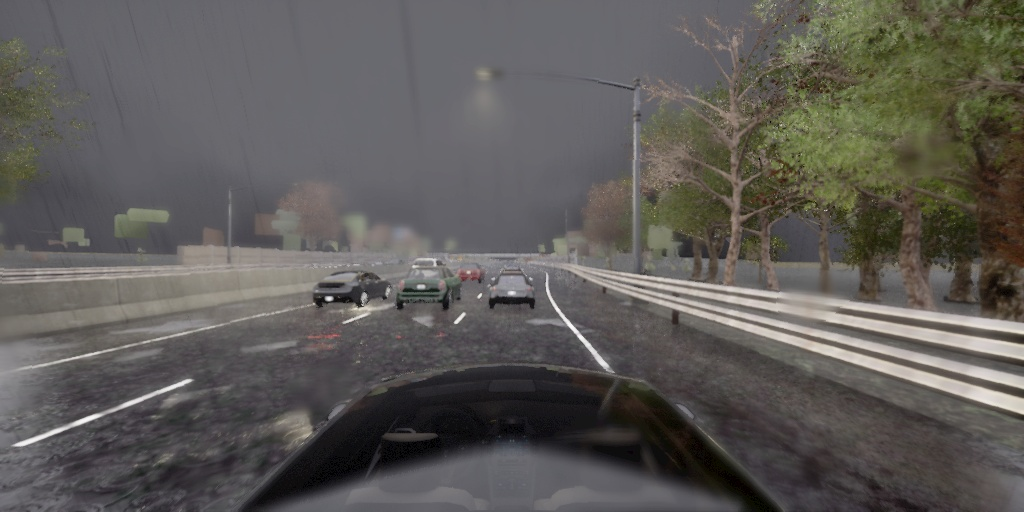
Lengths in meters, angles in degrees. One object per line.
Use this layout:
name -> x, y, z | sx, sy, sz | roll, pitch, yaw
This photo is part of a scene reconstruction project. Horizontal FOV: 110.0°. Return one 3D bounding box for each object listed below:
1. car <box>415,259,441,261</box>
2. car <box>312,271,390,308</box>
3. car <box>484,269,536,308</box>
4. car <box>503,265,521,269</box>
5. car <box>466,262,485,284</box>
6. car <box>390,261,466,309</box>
car -> -6.996, 1.249, 30.864 | 2.150, 2.045, 5.566 | 0, 0, 0
car -> -6.995, 1.394, 16.151 | 1.837, 1.490, 4.892 | 0, 0, 0
car -> 0.005, 1.450, 16.145 | 1.994, 1.385, 4.181 | 0, -1, 0
car -> 0.008, 1.528, 31.143 | 2.128, 1.511, 4.902 | 0, 0, 0
car -> -3.494, 1.383, 30.927 | 2.097, 1.767, 4.553 | 0, -1, 0
car -> -3.494, 1.234, 15.922 | 2.097, 1.767, 4.553 | 0, -1, 0
